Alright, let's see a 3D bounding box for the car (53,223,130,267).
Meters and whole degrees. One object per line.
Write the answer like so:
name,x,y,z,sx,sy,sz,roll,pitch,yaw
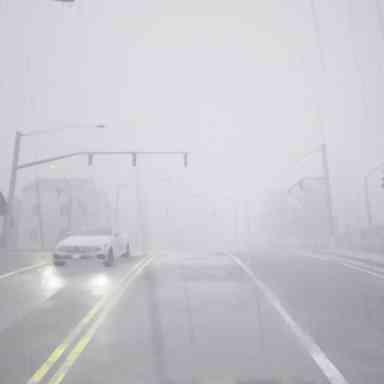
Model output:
car,-3.557,1.895,12.613,1.812,1.442,4.674,0,-5,0
